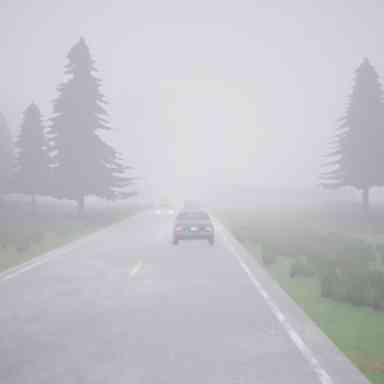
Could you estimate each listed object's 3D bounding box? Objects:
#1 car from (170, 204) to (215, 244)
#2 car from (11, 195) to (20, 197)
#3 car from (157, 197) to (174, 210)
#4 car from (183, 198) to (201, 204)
[{"bbox_3d":[0.053,1.523,15.768,2.033,1.411,5.357,0,0,-1],"label":"car"},{"bbox_3d":[-34.305,1.314,65.100,1.851,1.617,3.988,0,0,0],"label":"car"},{"bbox_3d":[-3.391,1.418,42.996,1.882,1.535,5.008,0,0,0],"label":"car"},{"bbox_3d":[-0.018,1.434,36.748,2.128,1.511,4.902,0,0,0],"label":"car"}]
